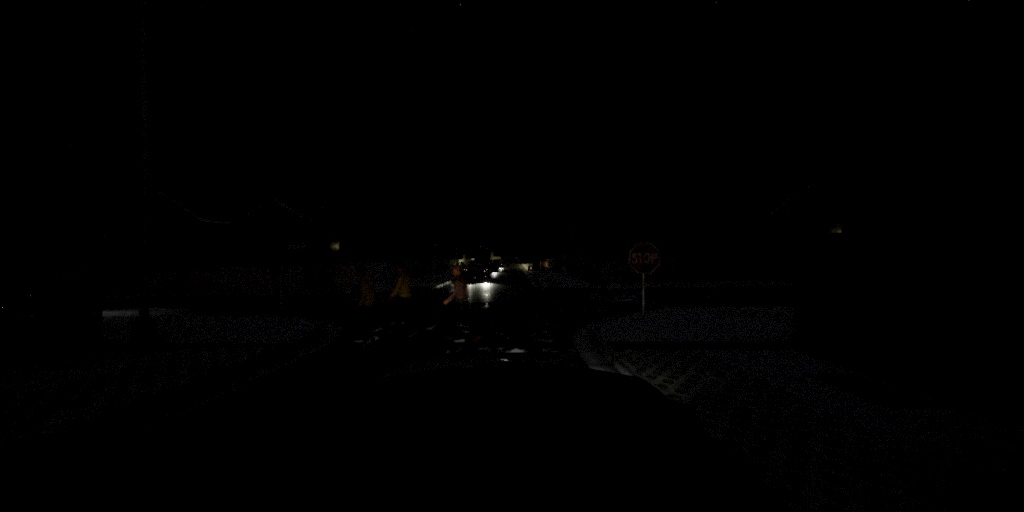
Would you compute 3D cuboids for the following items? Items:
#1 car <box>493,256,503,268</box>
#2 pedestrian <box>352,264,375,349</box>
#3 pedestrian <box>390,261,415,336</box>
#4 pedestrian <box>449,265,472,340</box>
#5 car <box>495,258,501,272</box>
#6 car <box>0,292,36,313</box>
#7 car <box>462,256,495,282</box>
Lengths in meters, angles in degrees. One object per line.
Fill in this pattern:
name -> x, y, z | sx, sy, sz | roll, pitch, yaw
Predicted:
car -> -2.679, 0.998, 63.153 | 2.150, 2.045, 5.566 | 0, 0, 0
pedestrian -> -3.182, 1.049, 7.715 | 0.375, 1.860, 0.375 | 0, 0, 0
pedestrian -> -2.715, 1.050, 8.912 | 0.375, 1.860, 0.375 | 0, 0, 0
pedestrian -> -1.188, 1.049, 8.307 | 0.375, 1.860, 0.375 | 0, 0, 0
car -> -2.791, 1.345, 45.972 | 1.994, 1.385, 4.181 | 0, 0, 0
car -> -21.606, 1.707, 13.738 | 4.718, 1.301, 1.895 | -1, 0, 0
car -> -2.814, 1.123, 29.560 | 2.097, 1.767, 4.553 | 0, 0, 0
